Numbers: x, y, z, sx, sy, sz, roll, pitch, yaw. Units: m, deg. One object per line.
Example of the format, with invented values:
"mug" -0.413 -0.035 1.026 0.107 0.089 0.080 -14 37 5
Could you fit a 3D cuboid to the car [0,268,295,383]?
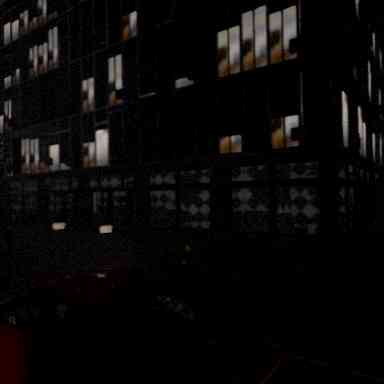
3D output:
"car" -1.185 1.561 3.734 4.507 1.381 1.887 0 -1 36
